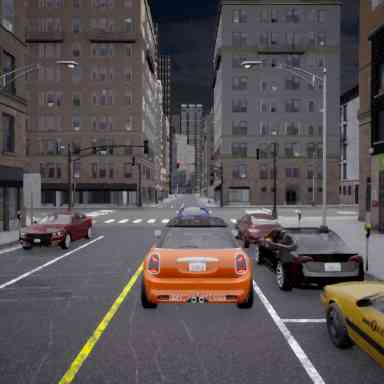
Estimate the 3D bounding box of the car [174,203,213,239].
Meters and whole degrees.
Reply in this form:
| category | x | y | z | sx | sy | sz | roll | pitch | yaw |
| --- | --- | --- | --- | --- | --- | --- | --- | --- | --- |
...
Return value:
| category | x | y | z | sx | sy | sz | roll | pitch | yaw |
| --- | --- | --- | --- | --- | --- | --- | --- | --- | --- |
| car | 0.105 | 1.472 | 18.339 | 1.882 | 1.535 | 5.008 | 0 | 0 | 1 |

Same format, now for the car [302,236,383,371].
| category | x | y | z | sx | sy | sz | roll | pitch | yaw |
| --- | --- | --- | --- | --- | --- | --- | --- | --- | --- |
| car | 2.867 | 1.524 | 3.437 | 1.752 | 1.417 | 4.829 | -1 | 0 | 0 |

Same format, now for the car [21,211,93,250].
| category | x | y | z | sx | sy | sz | roll | pitch | yaw |
| --- | --- | --- | --- | --- | --- | --- | --- | --- | --- |
| car | -5.675 | 1.540 | 14.438 | 1.887 | 1.381 | 4.507 | -1 | 0 | 0 |

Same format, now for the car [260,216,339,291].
| category | x | y | z | sx | sy | sz | roll | pitch | yaw |
| --- | --- | --- | --- | --- | --- | --- | --- | --- | --- |
| car | 2.869 | 1.563 | 8.854 | 1.947 | 1.339 | 4.313 | -1 | 0 | 0 |

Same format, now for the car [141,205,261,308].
| category | x | y | z | sx | sy | sz | roll | pitch | yaw |
| --- | --- | --- | --- | --- | --- | --- | --- | --- | --- |
| car | 0.099 | 1.350 | 8.051 | 2.097 | 1.767 | 4.553 | 0 | 0 | 0 |

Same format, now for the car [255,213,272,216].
| category | x | y | z | sx | sy | sz | roll | pitch | yaw |
| --- | --- | --- | --- | --- | --- | --- | --- | --- | --- |
| car | 2.870 | 1.577 | 14.439 | 1.802 | 1.307 | 4.206 | -1 | 0 | 0 |
